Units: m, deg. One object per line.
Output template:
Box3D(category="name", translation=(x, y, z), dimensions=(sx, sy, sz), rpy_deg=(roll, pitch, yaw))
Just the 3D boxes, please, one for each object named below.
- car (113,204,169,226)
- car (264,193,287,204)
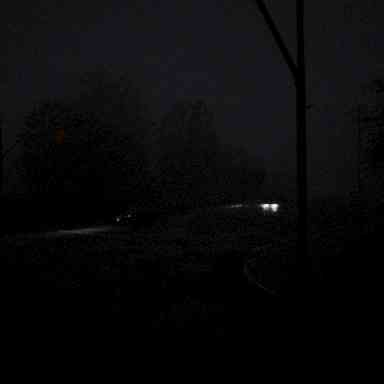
Box3D(category="car", translation=(-3.783, 1.663, 25.424), dimensions=(2.128, 1.511, 4.902), rpy_deg=(-1, 0, 36))
Box3D(category="car", translation=(11.525, 0.845, 46.096), dimensions=(1.994, 1.385, 4.181), rpy_deg=(-1, 2, 37))
